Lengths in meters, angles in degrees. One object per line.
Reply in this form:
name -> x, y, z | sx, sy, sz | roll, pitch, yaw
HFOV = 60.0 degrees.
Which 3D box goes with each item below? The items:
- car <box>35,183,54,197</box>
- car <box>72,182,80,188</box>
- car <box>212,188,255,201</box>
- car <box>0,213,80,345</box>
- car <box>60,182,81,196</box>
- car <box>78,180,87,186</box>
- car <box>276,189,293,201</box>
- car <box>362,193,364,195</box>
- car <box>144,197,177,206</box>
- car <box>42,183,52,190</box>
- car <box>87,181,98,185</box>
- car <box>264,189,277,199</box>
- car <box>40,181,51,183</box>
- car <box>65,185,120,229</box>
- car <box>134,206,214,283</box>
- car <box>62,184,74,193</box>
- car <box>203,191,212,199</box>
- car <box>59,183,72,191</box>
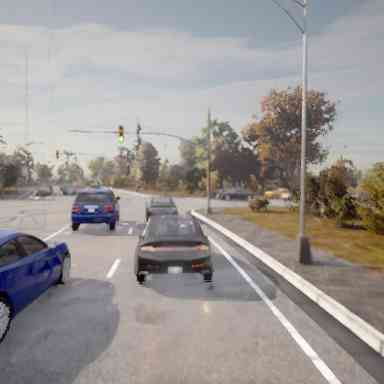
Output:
car -> -21.259, -0.124, 47.766 | 1.812, 1.442, 4.674 | -1, 3, -21
car -> -30.790, -1.926, 88.243 | 1.812, 1.442, 4.674 | -1, 2, -23
car -> 5.339, 0.289, 40.906 | 4.892, 1.490, 1.837 | 0, 2, -20
car -> -3.786, 1.436, 6.145 | 1.882, 1.535, 5.008 | 0, 1, -4
car -> -18.476, -0.270, 50.261 | 2.128, 1.511, 4.902 | -1, 3, -22
car -> -26.831, -1.635, 79.033 | 2.097, 1.767, 4.553 | -1, 2, -23
car -> 14.012, 0.542, 44.063 | 4.718, 1.301, 1.895 | 2, 2, -20
car -> 23.768, 0.838, 47.628 | 5.357, 1.411, 2.033 | 2, 2, -21
car -> -1.927, 1.040, 20.797 | 2.128, 1.511, 4.902 | 0, 2, -7
car -> -32.854, -1.330, 75.333 | 1.837, 1.490, 4.892 | -1, 3, -23
car -> -23.642, -1.460, 80.485 | 1.895, 1.301, 4.718 | -1, 2, -23
car -> 12.682, 0.268, 47.296 | 5.008, 1.535, 1.882 | 2, 2, -20
car -> -24.873, -0.825, 56.658 | 2.150, 2.045, 5.566 | -1, 3, -22
car -> -5.276, 0.861, 18.610 | 2.150, 2.045, 5.566 | 0, 2, -10
car -> -0.531, 1.389, 9.453 | 2.128, 1.511, 4.902 | 0, 1, -4
car -> -22.039, -0.643, 58.965 | 1.837, 1.490, 4.892 | -1, 3, -22
car -> 3.899, 0.235, 44.128 | 4.718, 1.301, 1.895 | 0, 2, -19
car -> -26.060, -1.025, 68.430 | 2.128, 1.511, 4.902 | -1, 3, -23
